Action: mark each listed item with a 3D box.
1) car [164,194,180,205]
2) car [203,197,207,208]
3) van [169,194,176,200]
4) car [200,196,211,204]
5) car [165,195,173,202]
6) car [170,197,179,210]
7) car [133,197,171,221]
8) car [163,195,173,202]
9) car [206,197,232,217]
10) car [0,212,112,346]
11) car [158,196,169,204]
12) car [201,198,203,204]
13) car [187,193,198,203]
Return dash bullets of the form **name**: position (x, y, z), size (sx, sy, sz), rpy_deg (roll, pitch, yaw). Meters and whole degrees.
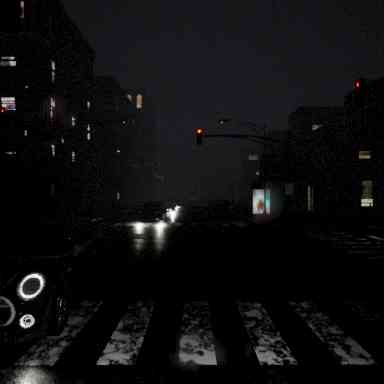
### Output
- **car**: position (-3.034, 1.519, 55.089), size (2.128, 1.511, 4.902), rpy_deg (0, 0, 0)
- **car**: position (2.716, 1.597, 43.218), size (1.802, 1.307, 4.206), rpy_deg (0, 0, 0)
- **van**: position (-5.629, 1.431, 94.481), size (1.690, 1.788, 3.998), rpy_deg (-1, 0, 0)
- **car**: position (2.733, 1.592, 66.005), size (2.008, 1.369, 4.403), rpy_deg (-1, 0, 0)
- **car**: position (-5.636, 1.593, 82.917), size (1.752, 1.417, 4.829), rpy_deg (-1, 0, 0)
- **car**: position (-3.069, 1.616, 42.331), size (1.895, 1.301, 4.718), rpy_deg (0, 0, 0)
- **car**: position (-3.157, 1.481, 27.416), size (1.882, 1.535, 5.008), rpy_deg (0, 0, 2)
- **car**: position (-5.641, 1.498, 77.391), size (1.967, 1.590, 4.097), rpy_deg (0, 0, 0)
- **car**: position (2.707, 1.446, 31.824), size (1.967, 1.590, 4.097), rpy_deg (0, 0, 0)
- **car**: position (-3.094, 1.354, 6.657), size (2.097, 1.767, 4.553), rpy_deg (0, 0, 0)
- **car**: position (-5.648, 1.566, 65.828), size (1.752, 1.417, 4.829), rpy_deg (0, 0, 0)
- **car**: position (2.720, 1.572, 48.915), size (2.008, 1.369, 4.403), rpy_deg (0, 0, 0)
- **car**: position (0.137, 1.269, 70.537), size (2.150, 2.045, 5.566), rpy_deg (0, 0, 0)
